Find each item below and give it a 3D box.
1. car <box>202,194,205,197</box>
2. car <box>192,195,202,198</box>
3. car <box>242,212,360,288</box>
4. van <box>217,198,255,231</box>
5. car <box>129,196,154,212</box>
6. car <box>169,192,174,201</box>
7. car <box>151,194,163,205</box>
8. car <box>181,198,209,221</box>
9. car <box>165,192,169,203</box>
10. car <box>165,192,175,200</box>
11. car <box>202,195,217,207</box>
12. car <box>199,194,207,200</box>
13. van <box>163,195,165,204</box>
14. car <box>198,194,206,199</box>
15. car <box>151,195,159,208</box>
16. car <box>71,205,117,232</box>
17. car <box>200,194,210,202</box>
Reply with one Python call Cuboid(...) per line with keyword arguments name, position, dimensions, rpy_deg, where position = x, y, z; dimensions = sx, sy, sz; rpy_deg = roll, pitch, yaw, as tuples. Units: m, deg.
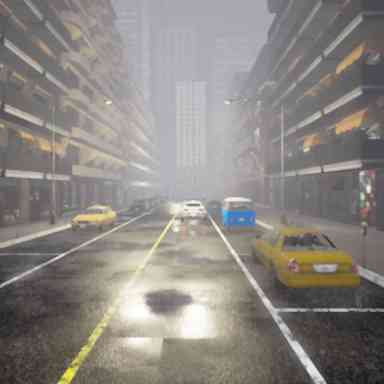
Cuboid(name="car", position=(2.698, 1.367, 47.498), dimensions=(2.008, 1.369, 4.403), rpy_deg=(-1, 0, 0))
Cuboid(name="car", position=(0.118, 1.419, 46.722), dimensions=(1.895, 1.301, 4.718), rpy_deg=(0, 0, 0))
Cuboid(name="car", position=(2.686, 1.489, 9.005), dimensions=(1.752, 1.417, 4.829), rpy_deg=(0, 0, 0))
Cuboid(name="van", position=(2.688, 1.262, 19.882), dimensions=(1.690, 1.788, 3.998), rpy_deg=(-1, 0, 0))
Cuboid(name="car", position=(-5.686, 1.423, 36.467), dimensions=(1.947, 1.339, 4.313), rpy_deg=(0, 0, 0))
Cuboid(name="car", position=(-5.674, 1.283, 75.132), dimensions=(1.947, 1.339, 4.313), rpy_deg=(-1, 0, 0))
Cuboid(name="car", position=(-5.683, 1.360, 47.515), dimensions=(1.887, 1.381, 4.507), rpy_deg=(0, 0, 0))
Cuboid(name="car", position=(0.110, 1.422, 25.985), dimensions=(1.812, 1.442, 4.674), rpy_deg=(0, 0, 0))
Cuboid(name="car", position=(-5.680, 1.215, 58.561), dimensions=(1.967, 1.590, 4.097), rpy_deg=(-1, 0, 0))
Cuboid(name="car", position=(-5.673, 0.995, 86.177), dimensions=(2.192, 1.841, 5.009), rpy_deg=(-1, 0, 0))
Cuboid(name="car", position=(2.696, 1.387, 41.975), dimensions=(2.008, 1.369, 4.403), rpy_deg=(-1, 0, 0))
Cuboid(name="car", position=(2.711, 1.225, 86.162), dimensions=(1.887, 1.381, 4.507), rpy_deg=(-1, 0, 0))
Cuboid(name="van", position=(-5.683, 1.136, 53.037), dimensions=(1.690, 1.788, 3.998), rpy_deg=(0, 0, 0))
Cuboid(name="car", position=(2.712, 1.213, 91.685), dimensions=(2.008, 1.369, 4.403), rpy_deg=(-1, 0, 0))
Cuboid(name="car", position=(-5.684, 1.381, 41.991), dimensions=(1.887, 1.381, 4.507), rpy_deg=(0, 0, 0))
Cuboid(name="car", position=(-5.692, 1.446, 19.727), dimensions=(1.752, 1.417, 4.829), rpy_deg=(0, 0, 0))
Cuboid(name="car", position=(2.705, 1.262, 69.763), dimensions=(1.752, 1.417, 4.829), rpy_deg=(-1, 0, 0))
